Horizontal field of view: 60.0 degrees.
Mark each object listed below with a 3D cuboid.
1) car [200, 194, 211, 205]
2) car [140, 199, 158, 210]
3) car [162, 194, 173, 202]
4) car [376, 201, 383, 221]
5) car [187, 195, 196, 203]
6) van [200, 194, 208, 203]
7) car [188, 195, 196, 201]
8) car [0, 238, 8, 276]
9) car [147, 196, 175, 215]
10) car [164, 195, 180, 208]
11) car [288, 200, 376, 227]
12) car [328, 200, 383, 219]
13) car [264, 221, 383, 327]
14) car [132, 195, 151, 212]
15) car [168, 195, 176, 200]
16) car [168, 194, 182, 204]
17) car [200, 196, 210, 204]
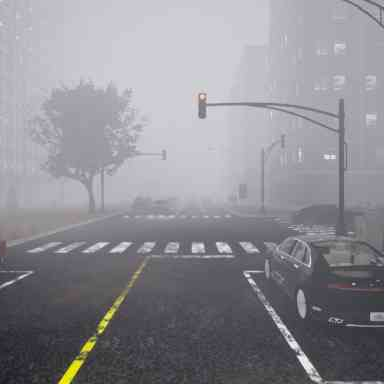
[{"bbox_3d":[2.641,1.610,61.425,1.947,1.339,4.313,0,0,0],"label":"car"},{"bbox_3d":[-5.727,1.592,44.850,1.947,1.339,4.313,0,0,0],"label":"car"},{"bbox_3d":[-5.753,1.385,77.987,2.192,1.841,5.009,0,0,0],"label":"car"},{"bbox_3d":[14.921,1.283,23.797,4.892,1.490,1.837,-1,0,-1],"label":"car"},{"bbox_3d":[-0.055,1.656,69.098,1.895,1.301,4.718,0,0,0],"label":"car"},{"bbox_3d":[2.632,1.402,72.471,1.690,1.788,3.998,0,0,0],"label":"van"},{"bbox_3d":[-0.061,1.446,79.075,1.812,1.442,4.674,0,0,0],"label":"car"},{"bbox_3d":[-5.696,1.545,6.939,1.887,1.381,4.507,0,0,0],"label":"car"},{"bbox_3d":[-3.125,1.494,34.254,1.882,1.535,5.008,0,0,0],"label":"car"},{"bbox_3d":[-3.134,1.535,49.480,1.837,1.490,4.892,0,0,0],"label":"car"},{"bbox_3d":[8.419,1.409,20.712,4.674,1.442,1.812,-1,1,6],"label":"car"},{"bbox_3d":[13.405,1.350,26.360,4.403,1.369,2.008,-1,1,-1],"label":"car"},{"bbox_3d":[2.684,1.551,6.945,2.008,1.369,4.403,0,0,0],"label":"car"},{"bbox_3d":[-5.723,1.336,39.327,2.192,1.841,5.009,0,0,0],"label":"car"},{"bbox_3d":[-5.766,1.654,94.556,2.008,1.369,4.403,0,0,0],"label":"car"},{"bbox_3d":[-3.083,1.542,65.836,2.128,1.511,4.902,0,0,0],"label":"car"},{"bbox_3d":[2.637,1.578,67.118,1.752,1.417,4.829,0,0,0],"label":"car"}]
